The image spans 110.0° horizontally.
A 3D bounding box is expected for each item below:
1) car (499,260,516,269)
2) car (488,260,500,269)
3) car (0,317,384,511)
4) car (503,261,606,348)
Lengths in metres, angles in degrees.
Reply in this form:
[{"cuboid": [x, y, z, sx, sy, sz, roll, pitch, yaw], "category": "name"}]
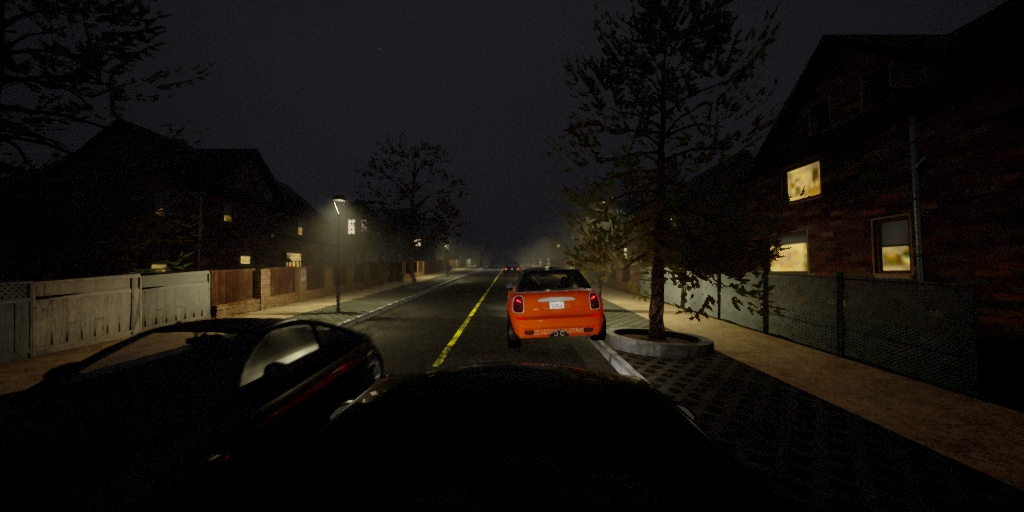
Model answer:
[{"cuboid": [0.017, 1.361, 38.211, 2.033, 1.411, 5.357, 0, 0, 0], "category": "car"}, {"cuboid": [-2.845, 1.381, 58.451, 1.837, 1.490, 4.892, 0, 0, 0], "category": "car"}, {"cuboid": [-2.752, 1.315, 3.286, 1.994, 1.385, 4.181, 0, 0, 0], "category": "car"}, {"cuboid": [0.910, 1.060, 9.434, 2.097, 1.767, 4.553, -3, -1, 0], "category": "car"}]
